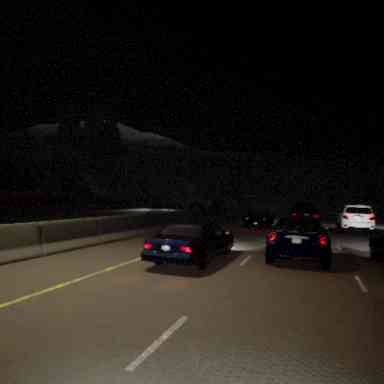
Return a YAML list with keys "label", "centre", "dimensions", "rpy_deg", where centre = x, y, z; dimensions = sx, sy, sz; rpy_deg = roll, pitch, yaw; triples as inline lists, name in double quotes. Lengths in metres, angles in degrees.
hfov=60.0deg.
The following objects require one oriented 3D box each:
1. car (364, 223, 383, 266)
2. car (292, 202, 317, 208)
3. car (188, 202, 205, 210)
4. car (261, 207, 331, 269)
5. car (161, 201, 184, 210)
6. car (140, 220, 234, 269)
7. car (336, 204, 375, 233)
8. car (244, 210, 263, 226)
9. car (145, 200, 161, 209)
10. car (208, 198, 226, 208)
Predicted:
- label: "car"
  centre: [7.219, 1.971, 11.069]
  dimensions: [1.895, 1.301, 4.718]
  rpy_deg: [1, -1, 20]
- label: "car"
  centre: [8.765, 1.846, 25.904]
  dimensions: [2.150, 2.045, 5.566]
  rpy_deg: [1, -1, 20]
- label: "car"
  centre: [0.870, 2.381, 57.615]
  dimensions: [2.033, 1.411, 5.357]
  rpy_deg: [1, -1, 16]
- label: "car"
  centre: [4.110, 1.653, 12.739]
  dimensions: [2.097, 1.767, 4.553]
  rpy_deg: [1, -1, 20]
- label: "car"
  centre: [-2.933, 2.260, 56.977]
  dimensions: [2.033, 1.411, 5.357]
  rpy_deg: [1, -1, 17]
- label: "car"
  centre: [0.095, 1.720, 11.956]
  dimensions: [2.033, 1.411, 5.357]
  rpy_deg: [1, -1, 20]
- label: "car"
  centre: [12.048, 1.926, 24.688]
  dimensions: [2.150, 2.045, 5.566]
  rpy_deg: [1, -1, 20]
- label: "car"
  centre: [5.633, 2.155, 27.547]
  dimensions: [1.895, 1.301, 4.718]
  rpy_deg: [1, -1, 20]
- label: "car"
  centre: [-6.449, 2.108, 57.515]
  dimensions: [2.128, 1.511, 4.902]
  rpy_deg: [1, -1, 17]
- label: "car"
  centre: [4.392, 2.153, 57.276]
  dimensions: [2.150, 2.045, 5.566]
  rpy_deg: [1, -1, 16]
